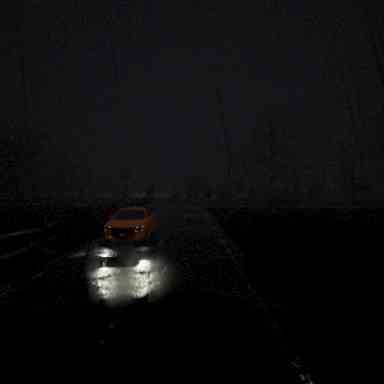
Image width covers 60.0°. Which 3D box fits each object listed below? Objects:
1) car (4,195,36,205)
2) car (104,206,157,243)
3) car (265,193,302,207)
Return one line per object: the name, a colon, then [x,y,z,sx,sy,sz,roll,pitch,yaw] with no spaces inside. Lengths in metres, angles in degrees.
car: [-27.181,1.226,52.608,4.674,1.442,1.812,1,1,0]
car: [-2.847,1.468,16.119,1.882,1.535,5.008,0,0,0]
car: [14.427,1.201,52.485,5.566,2.045,2.150,0,1,0]
